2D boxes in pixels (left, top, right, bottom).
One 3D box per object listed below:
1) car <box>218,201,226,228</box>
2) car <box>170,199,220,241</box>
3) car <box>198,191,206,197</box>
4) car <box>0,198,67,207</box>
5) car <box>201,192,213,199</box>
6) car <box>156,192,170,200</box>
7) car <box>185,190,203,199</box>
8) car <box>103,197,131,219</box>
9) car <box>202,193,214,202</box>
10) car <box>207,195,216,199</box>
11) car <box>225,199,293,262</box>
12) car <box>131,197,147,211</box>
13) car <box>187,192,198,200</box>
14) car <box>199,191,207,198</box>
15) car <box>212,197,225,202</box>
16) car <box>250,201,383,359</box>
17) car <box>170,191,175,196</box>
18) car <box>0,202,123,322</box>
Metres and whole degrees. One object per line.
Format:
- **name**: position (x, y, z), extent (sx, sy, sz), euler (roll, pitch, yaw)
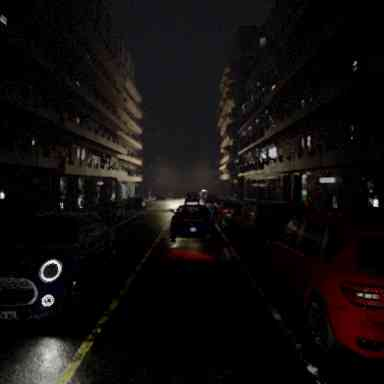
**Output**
- **car**: position (2.630, 1.369, 17.226), extent (1.947, 1.339, 4.313), euler (-1, 1, 0)
- **car**: position (0.026, 1.299, 15.611), extent (1.882, 1.535, 5.008), euler (0, 1, 0)
- **car**: position (2.609, 0.561, 85.196), extent (1.802, 1.307, 4.206), euler (-1, 1, 0)
- **car**: position (-5.716, 1.183, 11.492), extent (2.192, 1.841, 5.009), euler (-1, 1, 0)
- **car**: position (2.642, 1.036, 45.546), extent (1.947, 1.339, 4.313), euler (-1, 1, 0)
- **car**: position (-5.753, 0.816, 62.477), extent (2.008, 1.369, 4.403), euler (-1, 1, 0)
- **car**: position (0.060, 0.802, 47.318), extent (2.097, 1.767, 4.553), euler (0, 1, 0)
- **car**: position (-5.722, 1.283, 22.824), extent (1.887, 1.381, 4.507), euler (-1, 1, 0)
- **car**: position (2.632, 0.916, 56.875), extent (1.802, 1.307, 4.206), euler (-1, 1, 0)
- **car**: position (2.627, 1.237, 28.554), extent (1.947, 1.339, 4.313), euler (-1, 1, 0)
- **car**: position (2.630, 1.183, 11.560), extent (2.192, 1.841, 5.009), euler (-1, 1, 0)
- **car**: position (-5.730, 1.171, 34.154), extent (1.947, 1.339, 4.313), euler (-1, 1, 0)
- **car**: position (0.046, 0.731, 64.657), extent (2.128, 1.511, 4.902), euler (0, 1, 0)
- **car**: position (2.611, 0.492, 79.531), extent (1.967, 1.590, 4.097), euler (-1, 1, 0)
- **car**: position (2.625, 1.282, 22.890), extent (1.887, 1.381, 4.507), euler (-1, 1, 0)
- **car**: position (2.635, 1.247, 5.895), extent (2.192, 1.841, 5.009), euler (-1, 1, 0)
- **car**: position (-5.776, 0.435, 90.627), extent (1.752, 1.417, 4.829), euler (-1, 1, 0)
- **car**: position (-3.107, 1.267, 7.340), extent (2.097, 1.767, 4.553), euler (0, 1, 0)
